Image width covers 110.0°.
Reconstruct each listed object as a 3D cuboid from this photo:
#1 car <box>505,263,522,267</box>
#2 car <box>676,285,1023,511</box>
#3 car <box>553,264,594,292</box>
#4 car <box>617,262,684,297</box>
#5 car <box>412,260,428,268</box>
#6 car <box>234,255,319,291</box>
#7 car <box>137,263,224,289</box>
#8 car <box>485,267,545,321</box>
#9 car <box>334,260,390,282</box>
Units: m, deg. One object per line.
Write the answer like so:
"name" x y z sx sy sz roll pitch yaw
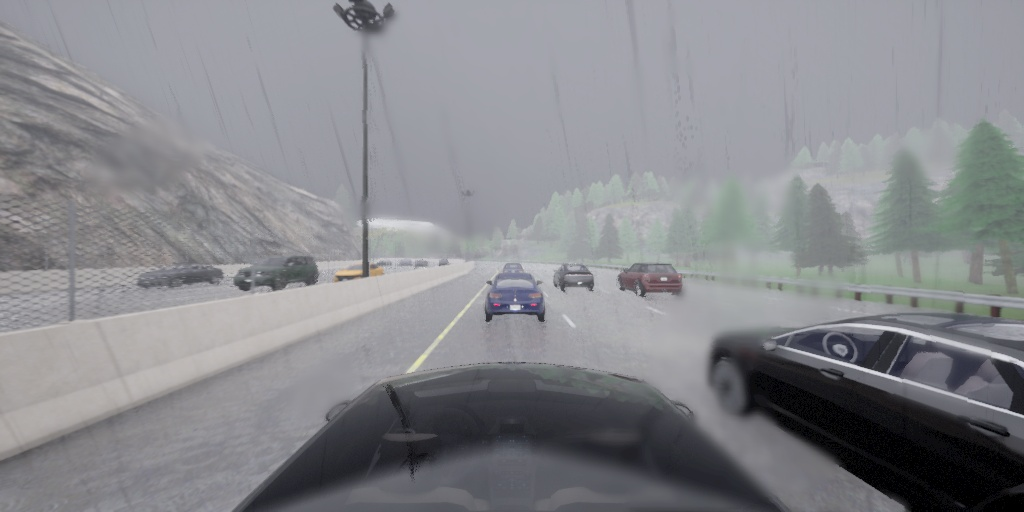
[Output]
"car" 0.099 1.294 30.523 2.033 1.411 5.357 0 0 0
"car" 3.600 1.241 3.015 2.128 1.511 4.902 0 0 0
"car" 3.599 1.239 21.463 2.128 1.511 4.902 0 0 0
"car" 7.099 1.100 18.878 2.097 1.767 4.553 0 0 0
"car" -15.560 1.308 62.253 1.994 1.385 4.181 0 0 -6
"car" -14.101 0.972 21.980 2.150 2.045 5.566 0 0 0
"car" -21.099 1.241 23.097 2.128 1.511 4.902 0 0 0
"car" 0.086 1.275 12.347 1.812 1.442 4.674 0 0 0
"car" -10.601 1.226 25.233 1.882 1.535 5.008 0 0 0
